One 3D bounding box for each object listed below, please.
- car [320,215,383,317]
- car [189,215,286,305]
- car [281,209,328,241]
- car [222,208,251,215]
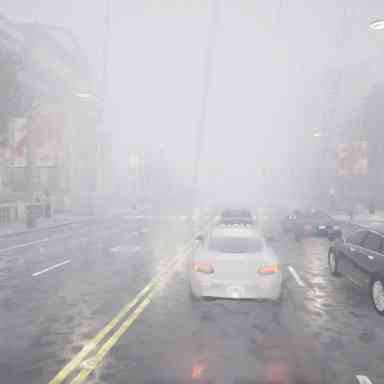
[{"bbox_3d":[4.469,1.505,7.326,1.837,1.490,4.892,0,0,7],"label":"car"},{"bbox_3d":[1.034,1.526,8.031,1.812,1.442,4.674,0,0,7],"label":"car"},{"bbox_3d":[5.759,1.547,16.597,2.033,1.411,5.357,0,0,6],"label":"car"},{"bbox_3d":[2.322,1.547,17.488,2.033,1.411,5.357,0,0,8],"label":"car"}]
